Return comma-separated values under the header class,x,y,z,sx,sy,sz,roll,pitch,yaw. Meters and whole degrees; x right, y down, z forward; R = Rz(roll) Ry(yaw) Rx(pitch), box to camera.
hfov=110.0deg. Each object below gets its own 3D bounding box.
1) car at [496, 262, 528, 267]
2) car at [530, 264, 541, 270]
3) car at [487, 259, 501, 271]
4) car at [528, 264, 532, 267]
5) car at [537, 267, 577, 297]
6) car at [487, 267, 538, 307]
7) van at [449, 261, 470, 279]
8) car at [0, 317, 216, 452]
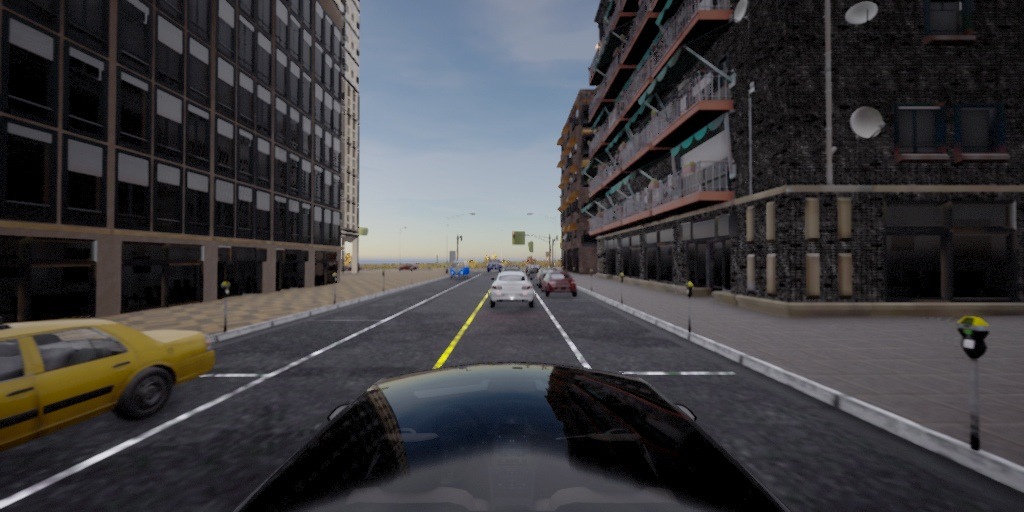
class,x,y,z,sx,sy,sz,roll,pitch,yaw
car,0.013,1.514,31.150,2.128,1.511,4.902,0,0,0
car,2.572,1.520,25.550,2.007,1.370,4.403,0,0,0
car,-2.738,1.459,56.486,2.150,2.045,5.566,0,-1,0
car,2.673,1.672,42.128,2.007,1.370,4.403,0,0,0
car,2.570,1.501,20.024,1.802,1.307,4.207,0,0,0
car,0.010,1.410,16.243,1.812,1.442,4.674,0,0,0
van,-5.337,1.412,36.656,1.690,1.789,3.998,0,0,0
car,-5.314,1.291,3.290,1.751,1.417,4.829,0,0,0
